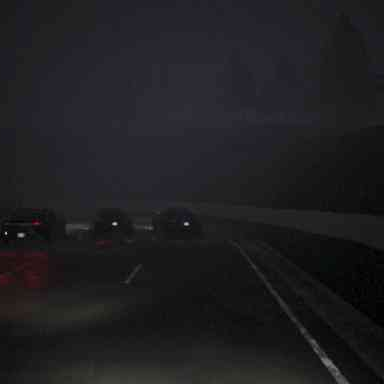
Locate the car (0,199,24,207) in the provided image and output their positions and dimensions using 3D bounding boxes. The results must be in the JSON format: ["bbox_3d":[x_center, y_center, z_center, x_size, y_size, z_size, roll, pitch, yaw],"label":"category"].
[{"bbox_3d":[-17.093,1.412,29.492,4.553,1.767,2.097,0,0,-1],"label":"car"}]

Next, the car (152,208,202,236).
[{"bbox_3d":[-0.949,1.602,18.774,1.994,1.385,4.181,0,0,-19],"label":"car"}]

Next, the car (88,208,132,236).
[{"bbox_3d":[-4.675,1.602,18.808,1.994,1.385,4.181,0,0,-21],"label":"car"}]

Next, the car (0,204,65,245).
[{"bbox_3d":[-7.334,1.523,15.786,2.128,1.511,4.902,0,0,-11],"label":"car"}]
